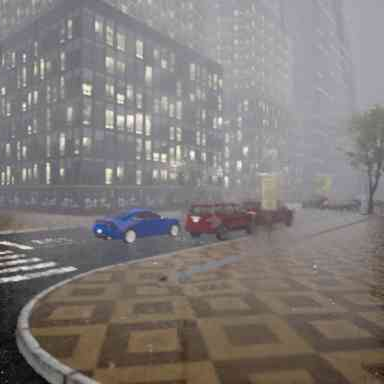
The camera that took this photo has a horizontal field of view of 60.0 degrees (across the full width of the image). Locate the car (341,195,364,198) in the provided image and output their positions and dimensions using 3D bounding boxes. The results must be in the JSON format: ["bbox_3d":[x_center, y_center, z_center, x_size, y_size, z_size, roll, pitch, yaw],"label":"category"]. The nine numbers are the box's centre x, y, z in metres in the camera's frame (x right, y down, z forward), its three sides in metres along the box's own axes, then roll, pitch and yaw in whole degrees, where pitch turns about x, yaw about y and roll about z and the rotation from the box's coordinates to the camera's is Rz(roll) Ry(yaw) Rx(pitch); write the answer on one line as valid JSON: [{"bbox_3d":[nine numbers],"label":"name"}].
[{"bbox_3d":[24.207,1.687,50.611,1.882,1.535,5.008,0,0,39],"label":"car"}]

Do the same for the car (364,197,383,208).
[{"bbox_3d":[29.270,1.778,52.883,1.887,1.381,4.507,0,0,39],"label":"car"}]

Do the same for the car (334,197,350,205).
[{"bbox_3d":[30.028,1.761,66.488,2.008,1.369,4.403,0,0,39],"label":"car"}]

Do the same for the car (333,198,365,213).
[{"bbox_3d":[18.885,1.752,39.836,2.008,1.369,4.403,0,0,39],"label":"car"}]

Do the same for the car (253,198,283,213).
[{"bbox_3d":[9.257,1.586,40.395,1.967,1.590,4.097,0,0,39],"label":"car"}]

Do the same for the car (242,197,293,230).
[{"bbox_3d":[5.051,1.479,22.432,2.192,1.841,5.009,0,0,39],"label":"car"}]

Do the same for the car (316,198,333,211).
[{"bbox_3d":[18.051,1.791,42.798,1.895,1.301,4.718,0,0,39],"label":"car"}]

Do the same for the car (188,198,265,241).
[{"bbox_3d":[1.665,1.470,18.024,2.192,1.841,5.009,0,0,39],"label":"car"}]

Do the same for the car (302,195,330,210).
[{"bbox_3d":[17.116,1.400,46.144,2.150,2.045,5.566,0,0,39],"label":"car"}]

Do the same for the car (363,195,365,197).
[{"bbox_3d":[36.953,1.673,75.187,1.967,1.590,4.097,0,0,39],"label":"car"}]

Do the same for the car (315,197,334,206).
[{"bbox_3d":[23.105,1.628,57.791,1.967,1.590,4.097,0,0,39],"label":"car"}]

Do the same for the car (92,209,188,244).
[{"bbox_3d":[-2.638,1.612,16.915,1.882,1.535,5.008,0,0,39],"label":"car"}]
